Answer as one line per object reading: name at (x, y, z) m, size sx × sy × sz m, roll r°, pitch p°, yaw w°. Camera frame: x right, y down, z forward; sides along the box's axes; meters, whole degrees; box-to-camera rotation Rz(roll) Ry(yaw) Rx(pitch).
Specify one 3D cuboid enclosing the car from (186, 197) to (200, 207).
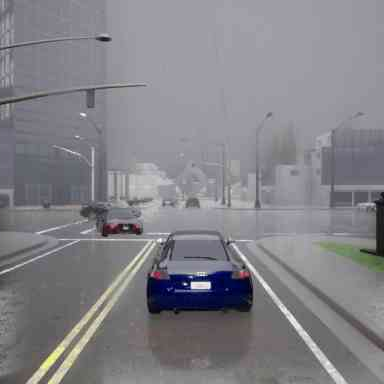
car at (0.099, 1.477, 49.791) m, size 1.882 × 1.535 × 5.008 m, roll 0°, pitch 0°, yaw 0°

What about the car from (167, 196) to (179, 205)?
car at (-3.516, 1.505, 61.561) m, size 1.837 × 1.490 × 4.892 m, roll 0°, pitch 0°, yaw 1°

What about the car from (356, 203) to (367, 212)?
car at (20.760, 1.477, 37.085) m, size 4.674 × 1.442 × 1.812 m, roll 0°, pitch 0°, yaw -2°

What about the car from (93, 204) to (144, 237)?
car at (-3.935, 1.581, 17.976) m, size 1.994 × 1.385 × 4.181 m, roll 1°, pitch 0°, yaw -22°

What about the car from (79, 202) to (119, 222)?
car at (-6.516, 1.529, 26.811) m, size 4.902 × 1.511 × 2.128 m, roll 0°, pitch 0°, yaw -12°

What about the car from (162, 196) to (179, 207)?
car at (-3.566, 1.491, 51.162) m, size 2.128 × 1.511 × 4.902 m, roll 0°, pitch 0°, yaw 0°

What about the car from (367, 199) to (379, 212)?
car at (20.520, 1.515, 33.571) m, size 4.181 × 1.385 × 1.994 m, roll 0°, pitch 0°, yaw 0°

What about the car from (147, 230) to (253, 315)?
car at (0.091, 1.564, 7.685) m, size 1.994 × 1.385 × 4.181 m, roll 0°, pitch 0°, yaw -2°
